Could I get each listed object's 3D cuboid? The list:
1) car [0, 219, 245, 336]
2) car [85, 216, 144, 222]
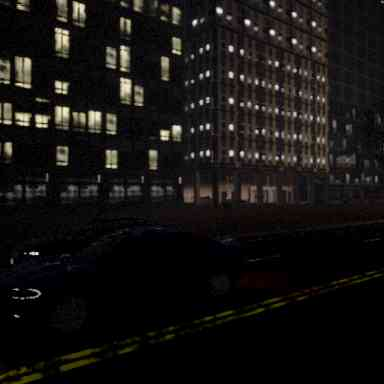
[{"bbox_3d":[-1.133,1.480,6.868,5.008,1.535,1.882,0,0,-35],"label":"car"},{"bbox_3d":[-2.550,1.494,9.850,4.902,1.511,2.128,0,0,-35],"label":"car"}]
